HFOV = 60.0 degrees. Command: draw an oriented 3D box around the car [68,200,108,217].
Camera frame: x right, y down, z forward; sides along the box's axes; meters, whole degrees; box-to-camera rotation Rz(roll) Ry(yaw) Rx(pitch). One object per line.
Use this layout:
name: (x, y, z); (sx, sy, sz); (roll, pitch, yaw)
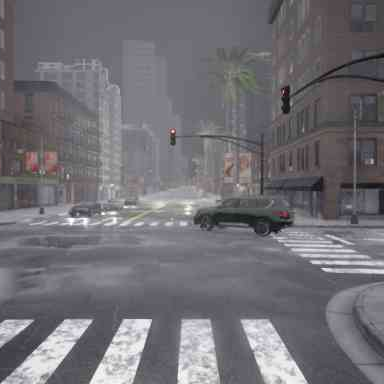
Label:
car: (-9.857, 1.537, 31.448); (2.033, 1.411, 5.357); (0, 0, 0)

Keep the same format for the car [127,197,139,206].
car: (-9.836, 1.535, 53.954); (1.994, 1.385, 4.181); (0, 0, 1)

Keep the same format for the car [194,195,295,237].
car: (2.825, 1.215, 18.436); (5.566, 2.045, 2.150); (0, 1, 32)

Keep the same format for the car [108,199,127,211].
car: (-9.860, 1.586, 41.464); (1.895, 1.301, 4.718); (0, 0, 0)
